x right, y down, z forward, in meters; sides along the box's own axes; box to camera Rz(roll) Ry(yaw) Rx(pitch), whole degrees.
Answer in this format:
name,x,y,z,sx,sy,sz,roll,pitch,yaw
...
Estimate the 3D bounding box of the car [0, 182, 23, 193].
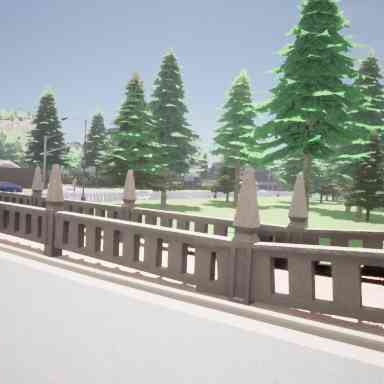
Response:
name,x,y,z,sx,sy,sz,roll,pitch,yaw
car,-21.386,-0.402,36.980,1.812,1.442,4.674,4,3,37
